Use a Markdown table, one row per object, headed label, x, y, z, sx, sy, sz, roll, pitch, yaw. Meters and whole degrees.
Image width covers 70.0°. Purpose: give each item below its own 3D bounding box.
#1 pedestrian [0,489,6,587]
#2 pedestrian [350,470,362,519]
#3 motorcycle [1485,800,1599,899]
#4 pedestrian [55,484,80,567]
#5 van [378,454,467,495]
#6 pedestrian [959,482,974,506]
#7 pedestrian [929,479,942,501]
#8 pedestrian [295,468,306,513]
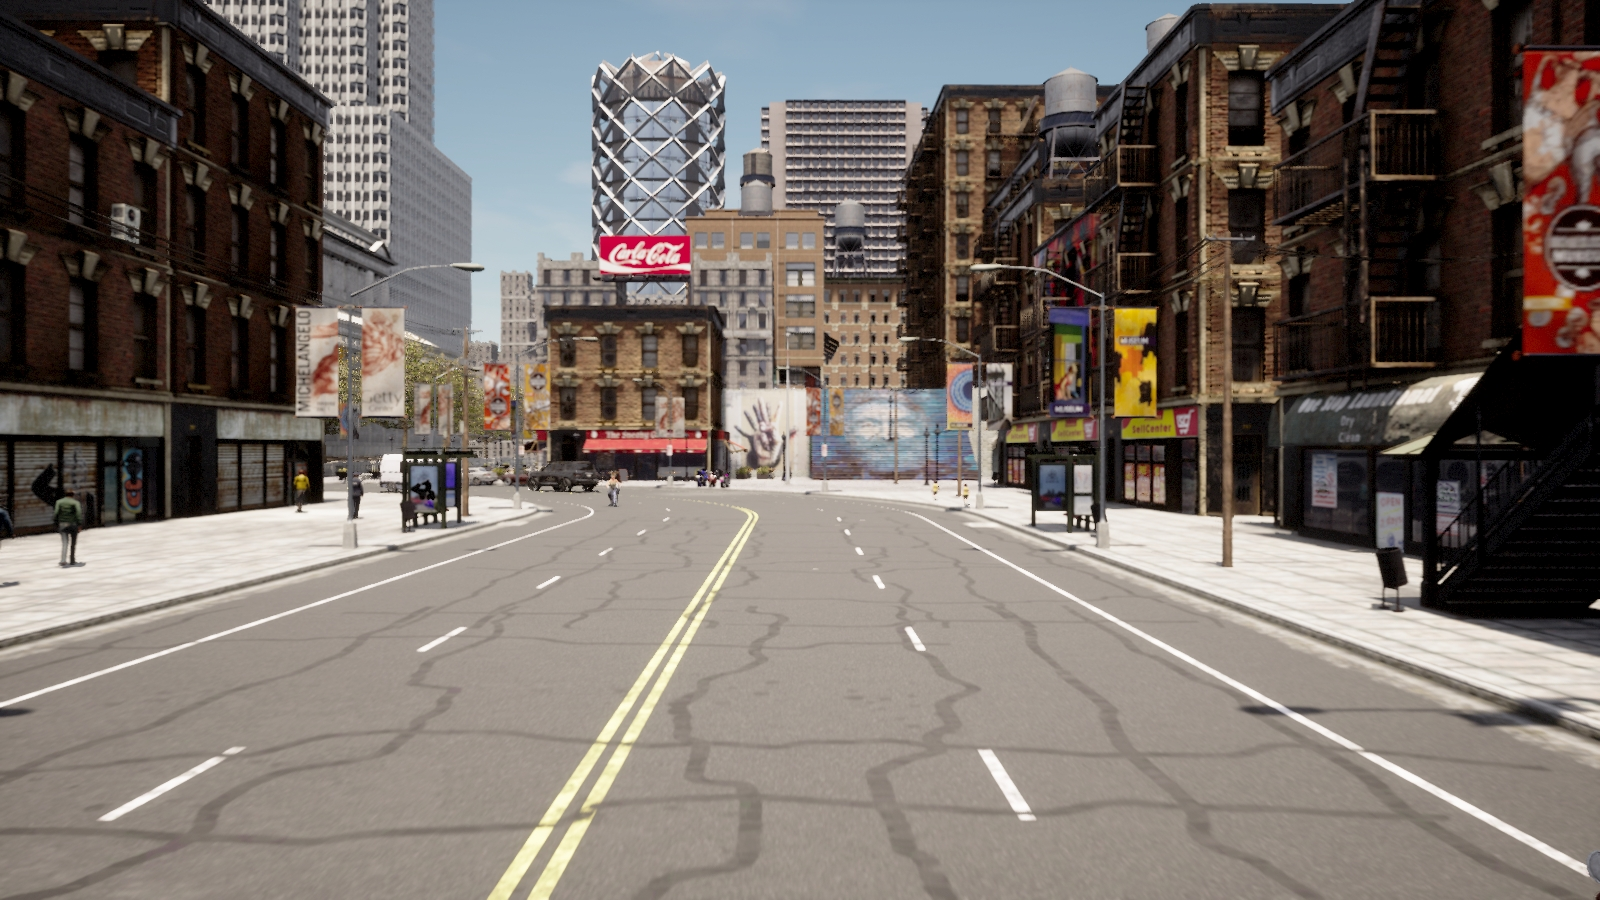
| label | x | y | z | sx | sy | sz | roll | pitch | yaw |
| --- | --- | --- | --- | --- | --- | --- | --- | --- | --- |
| pedestrian | -15.547 | 1.696 | 21.971 | 0.375 | 1.860 | 0.375 | 0 | 0 | -18 |
| pedestrian | -16.978 | 1.696 | 43.660 | 0.375 | 1.860 | 0.375 | 0 | 0 | -13 |
| motorcycle | 3.490 | 2.182 | 4.203 | 0.856 | 1.236 | 1.805 | 0 | 0 | 0 |
| pedestrian | -16.523 | 1.696 | 25.780 | 0.375 | 1.860 | 0.375 | 0 | 0 | -17 |
| van | -24.595 | 1.535 | 74.427 | 5.915 | 2.561 | 1.988 | 0 | 0 | 28 |
| pedestrian | 7.891 | 2.076 | 54.082 | 0.500 | 1.100 | 0.500 | 0 | 0 | -20 |
| pedestrian | 7.079 | 2.076 | 59.624 | 0.500 | 1.100 | 0.500 | 0 | 0 | -18 |
| pedestrian | -20.946 | 1.696 | 47.918 | 0.375 | 1.860 | 0.375 | 0 | 0 | -21 |
